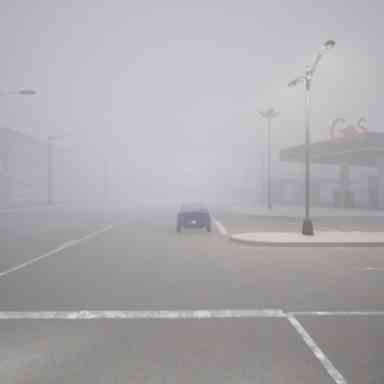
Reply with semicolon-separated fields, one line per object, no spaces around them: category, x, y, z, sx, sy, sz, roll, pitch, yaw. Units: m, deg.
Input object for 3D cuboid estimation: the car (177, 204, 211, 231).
car;0.106;1.438;20.077;1.882;1.535;5.008;0;0;0
